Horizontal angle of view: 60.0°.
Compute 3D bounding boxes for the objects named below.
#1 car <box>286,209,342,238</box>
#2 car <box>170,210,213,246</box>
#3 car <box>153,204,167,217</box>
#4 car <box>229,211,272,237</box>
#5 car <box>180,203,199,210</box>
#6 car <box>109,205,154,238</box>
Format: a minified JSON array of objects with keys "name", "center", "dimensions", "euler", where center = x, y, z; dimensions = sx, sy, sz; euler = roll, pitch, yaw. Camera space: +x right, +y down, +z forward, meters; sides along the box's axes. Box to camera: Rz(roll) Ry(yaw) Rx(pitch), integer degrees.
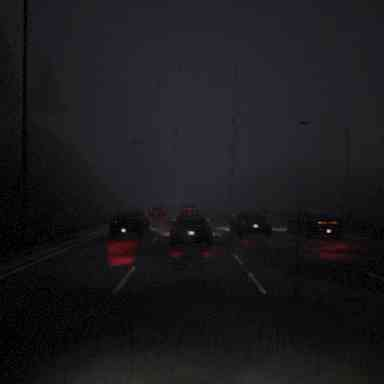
[{"name":"car","center":[6.923,1.763,19.316],"dimensions":[1.837,1.490,4.892],"euler":[0,-1,-1]},{"name":"car","center":[-0.049,1.787,16.468],"dimensions":[1.994,1.385,4.181],"euler":[0,-1,-1]},{"name":"car","center":[-3.823,2.034,37.600],"dimensions":[1.812,1.442,4.674],"euler":[0,-1,-2]},{"name":"car","center":[3.416,1.832,19.944],"dimensions":[1.994,1.385,4.181],"euler":[0,-1,-1]},{"name":"car","center":[-0.278,1.982,36.456],"dimensions":[2.128,1.511,4.902],"euler":[0,-1,-1]},{"name":"car","center":[-3.581,1.772,19.689],"dimensions":[1.837,1.490,4.892],"euler":[0,-1,-1]}]
